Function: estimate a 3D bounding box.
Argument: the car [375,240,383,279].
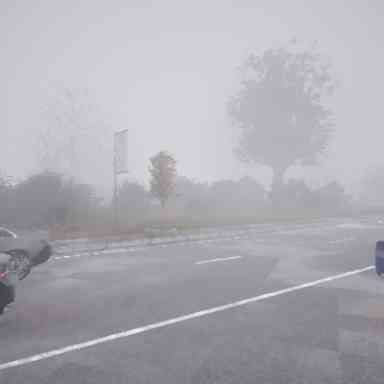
[{"bbox_3d":[6.662,1.468,8.560,5.008,1.535,1.882,0,0,-36],"label":"car"}]

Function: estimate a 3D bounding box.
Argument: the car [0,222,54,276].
[{"bbox_3d":[-6.074,1.495,8.266,4.902,1.511,2.128,0,0,-36],"label":"car"}]

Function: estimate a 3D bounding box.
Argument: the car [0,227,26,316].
[{"bbox_3d":[-5.194,1.509,4.596,4.892,1.490,1.837,0,0,-35],"label":"car"}]
